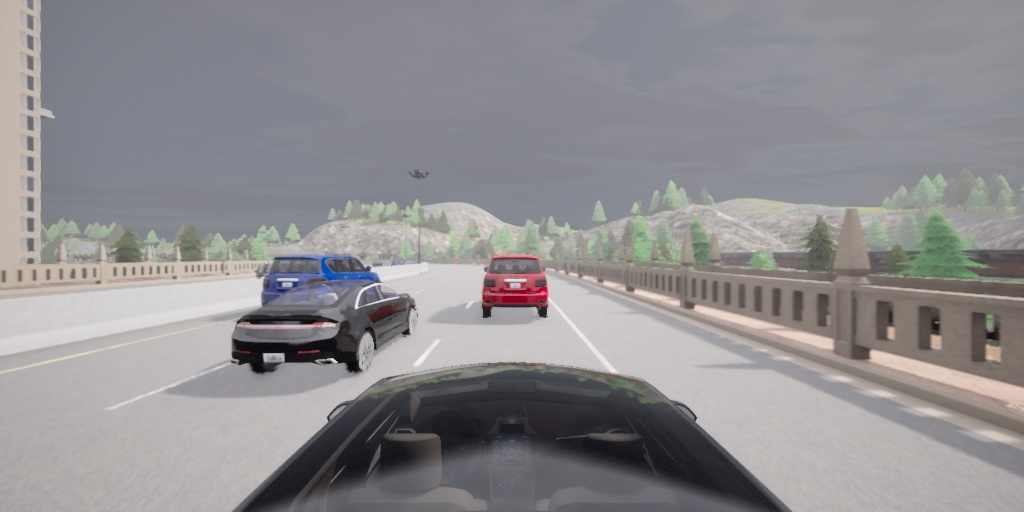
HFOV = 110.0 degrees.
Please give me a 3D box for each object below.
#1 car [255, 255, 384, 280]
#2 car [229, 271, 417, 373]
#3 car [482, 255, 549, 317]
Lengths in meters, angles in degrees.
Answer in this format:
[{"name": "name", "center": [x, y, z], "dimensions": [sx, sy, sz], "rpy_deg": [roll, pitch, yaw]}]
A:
[{"name": "car", "center": [-6.902, 0.979, 13.695], "dimensions": [2.150, 2.045, 5.566], "rpy_deg": [0, 0, 0]}, {"name": "car", "center": [-3.401, 1.243, 7.548], "dimensions": [2.128, 1.511, 4.902], "rpy_deg": [0, 0, 0]}, {"name": "car", "center": [0.099, 0.979, 13.405], "dimensions": [2.150, 2.045, 5.566], "rpy_deg": [0, 0, 0]}]
